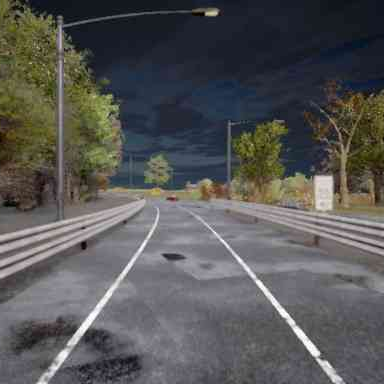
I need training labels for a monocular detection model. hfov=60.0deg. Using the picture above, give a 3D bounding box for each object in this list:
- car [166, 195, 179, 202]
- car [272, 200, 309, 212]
[{"bbox_3d":[-4.584,1.447,76.639,1.882,1.535,5.008,0,0,-20],"label":"car"},{"bbox_3d":[10.483,1.658,35.897,2.128,1.511,4.902,0,0,-20],"label":"car"}]
